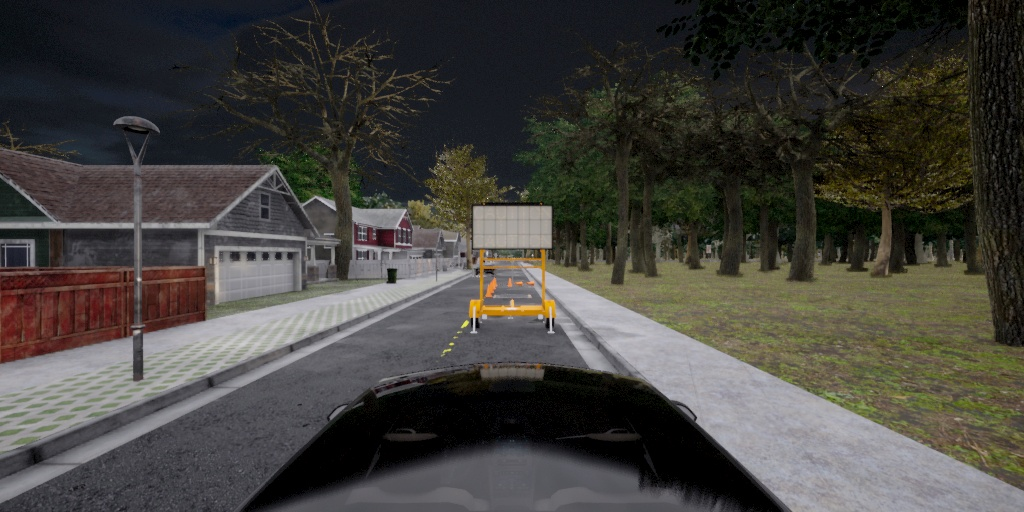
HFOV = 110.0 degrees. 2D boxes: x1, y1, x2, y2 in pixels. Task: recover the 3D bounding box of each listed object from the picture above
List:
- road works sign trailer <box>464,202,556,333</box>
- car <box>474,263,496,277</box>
[{"bbox_3d":[0.015,0.214,10.684,2.380,3.560,2.880,0,0,0],"label":"road works sign trailer"},{"bbox_3d":[-2.695,1.359,36.379,1.895,1.301,4.718,0,0,0],"label":"car"}]
